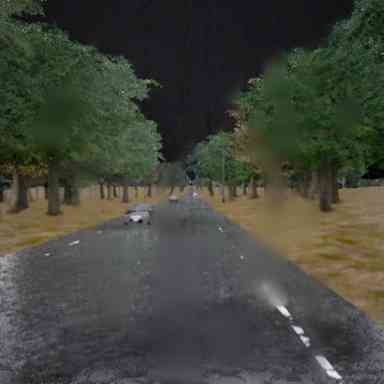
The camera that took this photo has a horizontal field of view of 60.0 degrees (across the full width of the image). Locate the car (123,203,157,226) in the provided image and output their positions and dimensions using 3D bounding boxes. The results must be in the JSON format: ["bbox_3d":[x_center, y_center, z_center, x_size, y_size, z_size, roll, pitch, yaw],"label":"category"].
[{"bbox_3d":[-3.602,1.529,23.758,2.128,1.511,4.902,0,0,0],"label":"car"}]

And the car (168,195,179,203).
[{"bbox_3d":[-3.526,1.390,64.939,1.882,1.535,5.008,0,1,0],"label":"car"}]
